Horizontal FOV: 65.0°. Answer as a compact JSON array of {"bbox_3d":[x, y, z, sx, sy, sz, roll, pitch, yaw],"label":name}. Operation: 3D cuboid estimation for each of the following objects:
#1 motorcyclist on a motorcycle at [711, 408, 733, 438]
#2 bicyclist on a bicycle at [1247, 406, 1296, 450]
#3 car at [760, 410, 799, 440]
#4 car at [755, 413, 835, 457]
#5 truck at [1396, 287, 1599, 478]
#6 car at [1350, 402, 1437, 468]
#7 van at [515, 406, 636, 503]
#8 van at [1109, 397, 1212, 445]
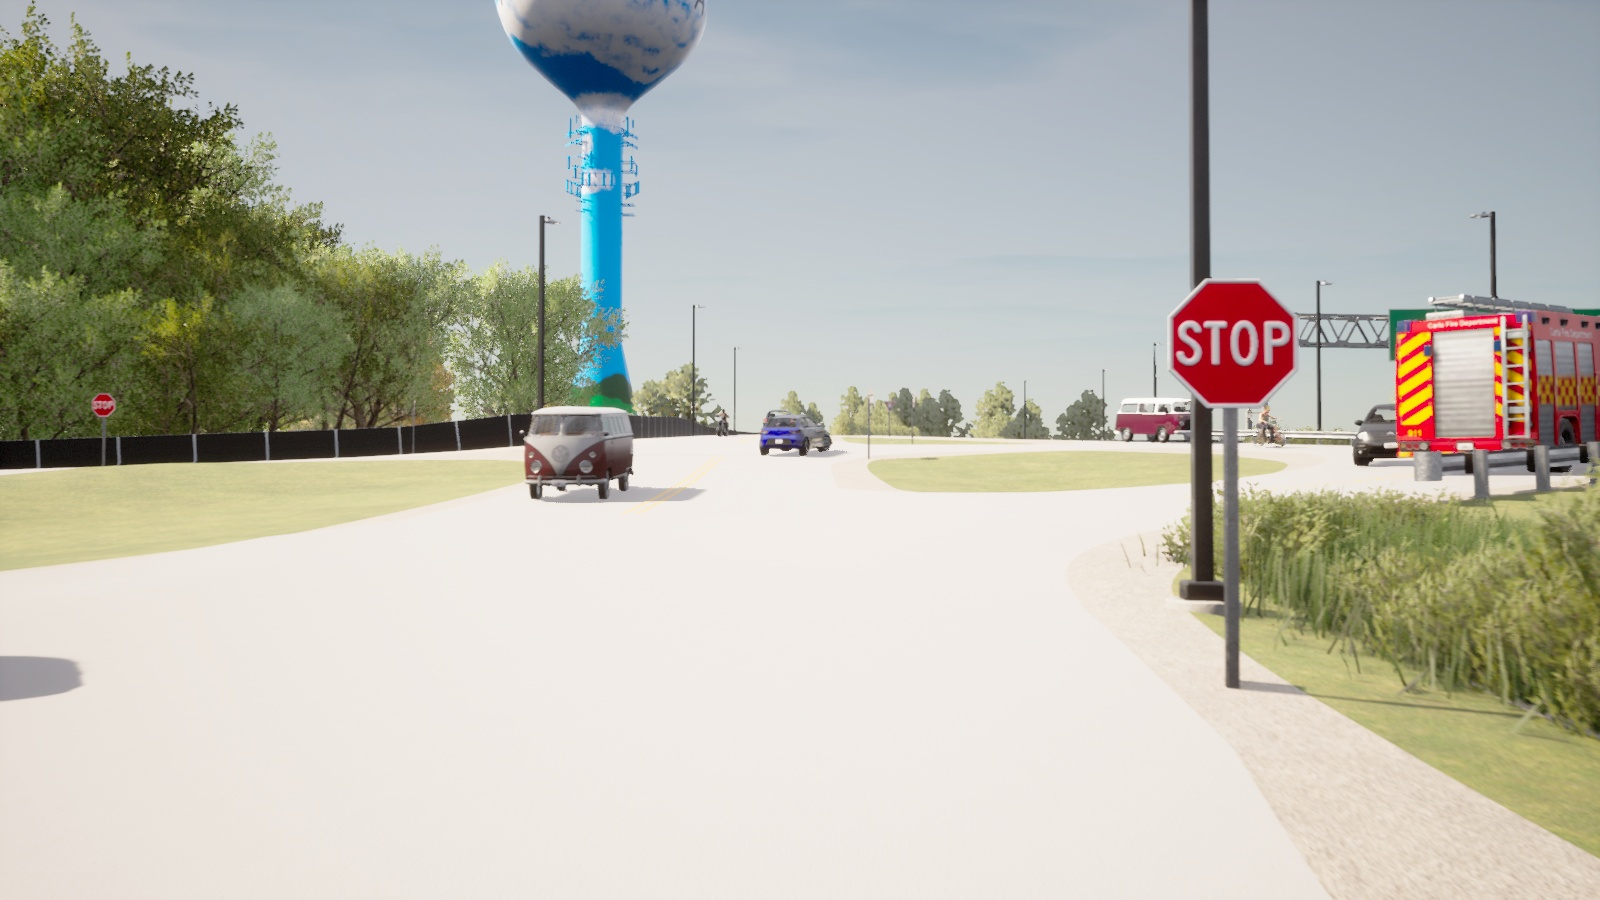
[{"bbox_3d":[-4.411,-1.548,71.157,0.766,1.649,2.350,1,2,8],"label":"motorcyclist on a motorcycle"},{"bbox_3d":[17.867,-0.844,47.625,0.866,1.612,1.509,-4,3,-27],"label":"bicyclist on a bicycle"},{"bbox_3d":[-1.039,-1.289,64.345,1.845,1.501,3.633,0,2,1],"label":"car"},{"bbox_3d":[-0.124,-0.604,47.149,1.816,1.474,4.193,1,3,17],"label":"car"},{"bbox_3d":[17.213,-1.473,29.048,8.468,3.827,2.891,-2,1,-40],"label":"truck"},{"bbox_3d":[15.743,-0.438,33.197,1.851,1.617,3.988,-1,1,28],"label":"car"},{"bbox_3d":[-4.861,0.016,27.825,1.775,1.987,4.442,0,2,1],"label":"van"},{"bbox_3d":[16.271,-1.320,56.906,2.069,2.038,4.480,0,1,-25],"label":"van"}]
